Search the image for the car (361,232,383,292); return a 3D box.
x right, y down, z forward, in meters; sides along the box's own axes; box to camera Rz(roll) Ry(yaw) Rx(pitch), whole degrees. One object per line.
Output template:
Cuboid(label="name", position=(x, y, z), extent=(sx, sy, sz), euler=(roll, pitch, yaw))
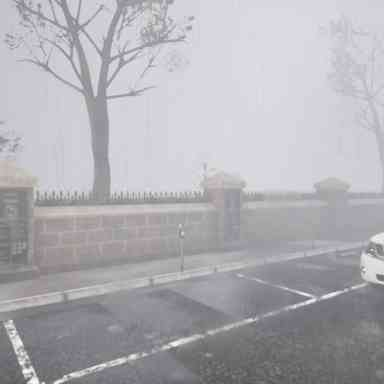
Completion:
Cuboid(label="car", position=(6.288, 1.220, 7.838), extent=(5.566, 2.045, 2.150), euler=(0, 0, -35))
